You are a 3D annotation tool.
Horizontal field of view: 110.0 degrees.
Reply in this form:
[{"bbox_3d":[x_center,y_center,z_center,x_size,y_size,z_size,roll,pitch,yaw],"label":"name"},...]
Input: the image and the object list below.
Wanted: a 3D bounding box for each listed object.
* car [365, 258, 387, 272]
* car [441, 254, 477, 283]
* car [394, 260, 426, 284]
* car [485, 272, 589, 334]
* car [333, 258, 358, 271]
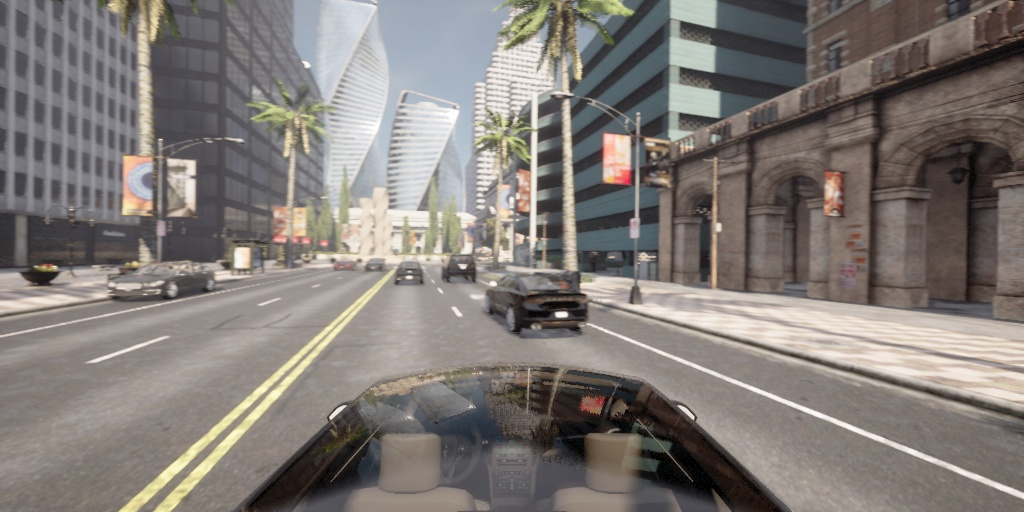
[{"bbox_3d":[-14.909,0.927,39.362,1.882,1.535,5.008,1,0,-14],"label":"car"},{"bbox_3d":[-4.050,0.849,27.004,2.150,2.045,5.566,1,0,-16],"label":"car"},{"bbox_3d":[-7.143,1.097,25.050,1.837,1.490,4.892,1,0,-15],"label":"car"},{"bbox_3d":[0.495,1.209,10.796,1.882,1.535,5.008,1,0,-16],"label":"car"},{"bbox_3d":[-18.824,0.960,40.610,1.994,1.385,4.181,1,0,-14],"label":"car"}]
